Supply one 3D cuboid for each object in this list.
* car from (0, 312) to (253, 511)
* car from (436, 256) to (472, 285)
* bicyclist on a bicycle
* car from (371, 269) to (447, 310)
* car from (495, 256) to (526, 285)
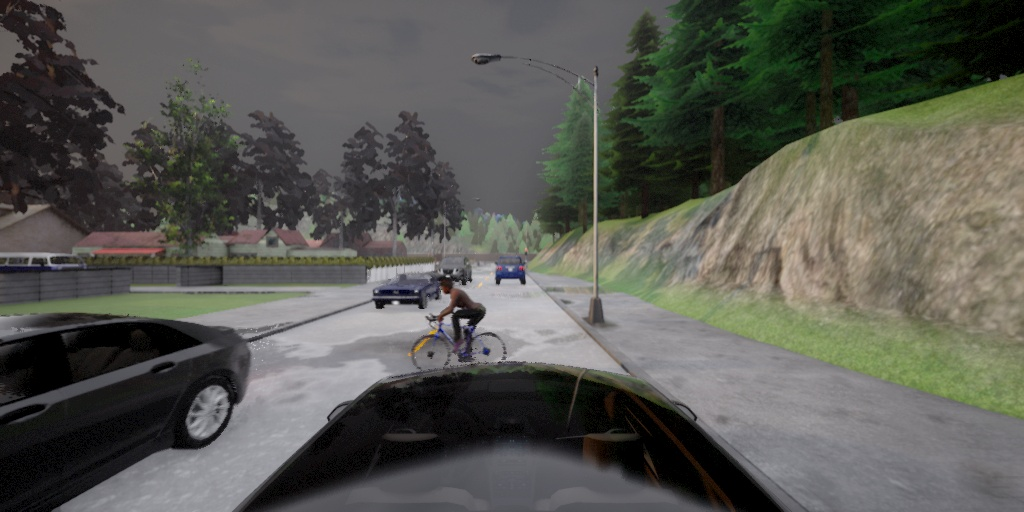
[{"bbox_3d":[-4.096,1.258,2.404,1.837,1.490,4.892,0,0,-1],"label":"car"},{"bbox_3d":[-4.282,1.035,26.773,2.150,2.045,5.566,0,0,0],"label":"car"},{"bbox_3d":[-0.934,1.211,6.179,1.656,1.620,0.582,-2,0,-1],"label":"bicyclist on a bicycle"},{"bbox_3d":[-4.210,1.385,15.149,1.895,1.301,4.718,0,0,0],"label":"car"},{"bbox_3d":[-0.120,1.035,27.140,2.150,2.045,5.566,0,0,0],"label":"car"}]
